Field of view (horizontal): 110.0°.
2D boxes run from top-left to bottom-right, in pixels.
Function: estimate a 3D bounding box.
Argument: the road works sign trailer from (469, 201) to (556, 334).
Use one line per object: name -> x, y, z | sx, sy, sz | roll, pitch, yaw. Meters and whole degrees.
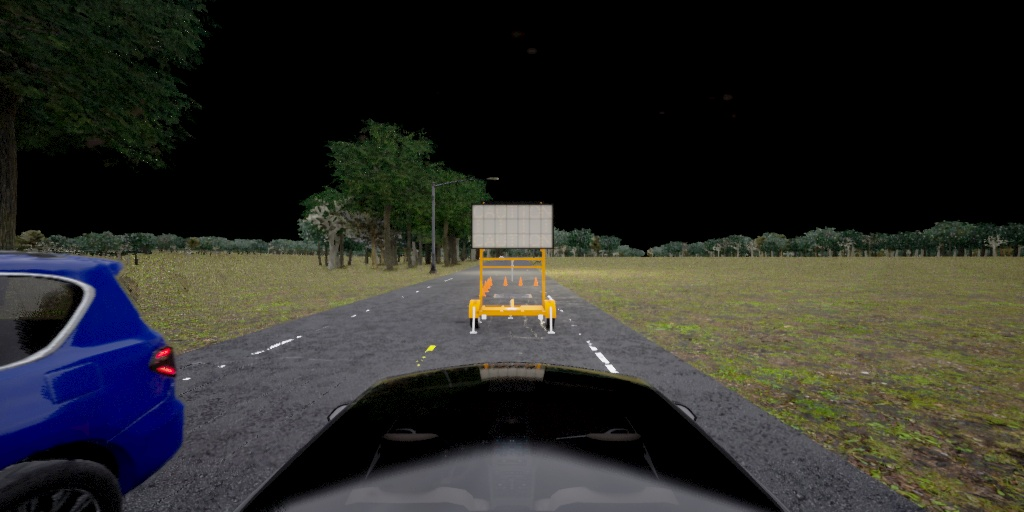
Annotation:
road works sign trailer -> 0.013, 0.200, 10.594 | 2.380, 3.560, 2.880 | 0, 0, 0
